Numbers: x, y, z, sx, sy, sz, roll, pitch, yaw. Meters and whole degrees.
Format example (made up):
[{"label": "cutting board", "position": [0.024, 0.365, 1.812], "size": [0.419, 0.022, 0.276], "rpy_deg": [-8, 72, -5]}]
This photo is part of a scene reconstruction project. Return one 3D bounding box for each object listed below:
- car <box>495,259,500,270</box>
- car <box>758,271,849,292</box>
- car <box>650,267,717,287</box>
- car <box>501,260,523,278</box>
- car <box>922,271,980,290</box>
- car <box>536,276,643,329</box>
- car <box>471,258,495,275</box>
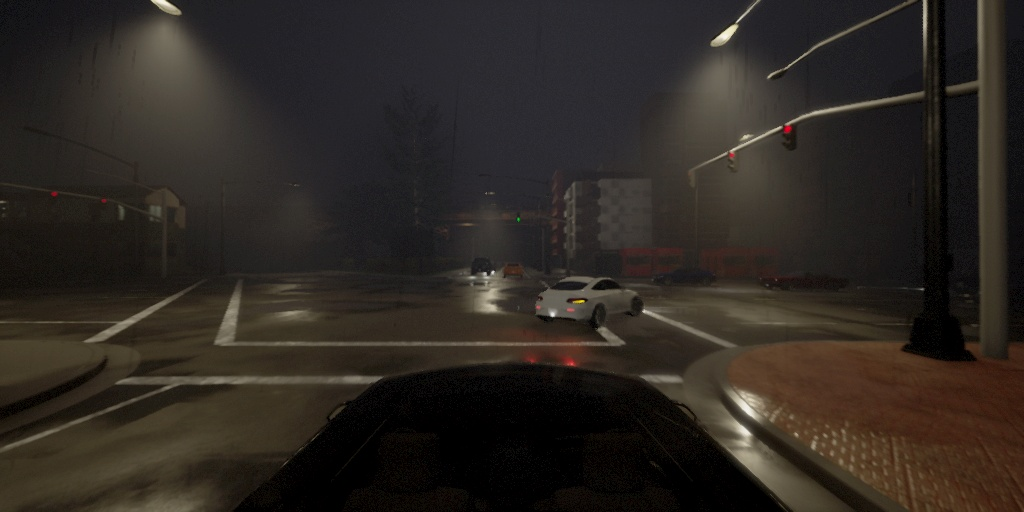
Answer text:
[{"label": "car", "position": [-3.532, 1.544, 56.573], "size": [2.128, 1.511, 4.902], "rpy_deg": [0, 0, 1]}, {"label": "car", "position": [19.020, 1.645, 23.620], "size": [4.718, 1.301, 1.895], "rpy_deg": [1, 0, 0]}, {"label": "car", "position": [12.903, 1.521, 27.056], "size": [4.674, 1.442, 1.812], "rpy_deg": [0, 0, -1]}, {"label": "car", "position": [0.108, 1.424, 37.496], "size": [1.882, 1.535, 5.008], "rpy_deg": [0, 0, 0]}, {"label": "car", "position": [34.026, 1.841, 27.222], "size": [4.181, 1.385, 1.994], "rpy_deg": [1, 0, 0]}, {"label": "car", "position": [2.581, 1.360, 11.643], "size": [1.812, 1.442, 4.674], "rpy_deg": [-2, -1, 39]}, {"label": "car", "position": [-3.573, 1.196, 42.536], "size": [2.150, 2.045, 5.566], "rpy_deg": [0, 0, 0]}]
